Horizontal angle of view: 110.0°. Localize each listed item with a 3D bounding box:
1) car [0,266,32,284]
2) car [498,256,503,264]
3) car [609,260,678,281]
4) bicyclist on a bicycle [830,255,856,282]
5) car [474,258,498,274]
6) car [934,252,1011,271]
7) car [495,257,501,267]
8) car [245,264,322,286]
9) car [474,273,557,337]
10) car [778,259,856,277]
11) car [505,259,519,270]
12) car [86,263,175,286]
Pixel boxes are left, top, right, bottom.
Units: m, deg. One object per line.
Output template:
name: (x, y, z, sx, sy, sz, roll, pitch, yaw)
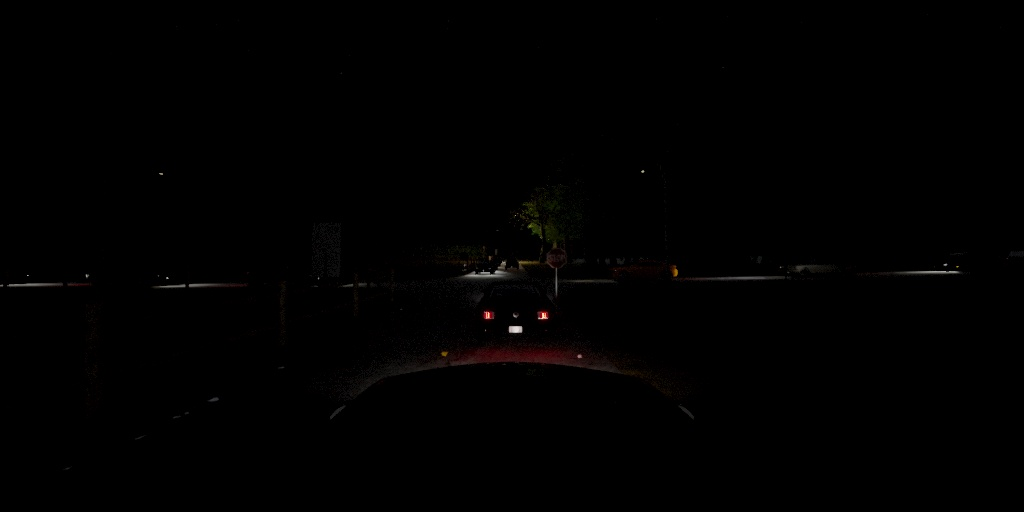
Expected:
car: (-36.274, 1.192, 24.315, 5.357, 1.411, 2.033, 1, -1, 0)
car: (-2.900, 1.095, 60.996, 2.033, 1.411, 5.357, 0, 1, 1)
car: (10.008, 1.081, 27.582, 5.008, 1.535, 1.882, -1, -1, 2)
bicyclist on a bicycle: (19.857, 0.745, 21.541, 0.582, 1.620, 1.656, -1, -1, 0)
car: (-2.948, 1.232, 39.984, 1.812, 1.442, 4.674, 0, 0, 1)
car: (35.317, 0.429, 27.600, 4.181, 1.385, 1.994, -2, -1, -1)
car: (-2.924, 1.248, 49.784, 1.895, 1.301, 4.718, 0, 0, 0)
car: (-15.504, 1.272, 24.404, 4.674, 1.442, 1.812, 0, -1, 0)
car: (0.082, 1.352, 10.226, 1.895, 1.301, 4.718, 0, 0, 0)
car: (23.315, 0.887, 27.543, 4.718, 1.301, 1.895, -2, -1, 0)
car: (0.003, 1.140, 51.511, 1.837, 1.490, 4.892, 0, 1, 0)
car: (-25.826, 1.245, 24.356, 4.892, 1.490, 1.837, 0, -1, 0)
